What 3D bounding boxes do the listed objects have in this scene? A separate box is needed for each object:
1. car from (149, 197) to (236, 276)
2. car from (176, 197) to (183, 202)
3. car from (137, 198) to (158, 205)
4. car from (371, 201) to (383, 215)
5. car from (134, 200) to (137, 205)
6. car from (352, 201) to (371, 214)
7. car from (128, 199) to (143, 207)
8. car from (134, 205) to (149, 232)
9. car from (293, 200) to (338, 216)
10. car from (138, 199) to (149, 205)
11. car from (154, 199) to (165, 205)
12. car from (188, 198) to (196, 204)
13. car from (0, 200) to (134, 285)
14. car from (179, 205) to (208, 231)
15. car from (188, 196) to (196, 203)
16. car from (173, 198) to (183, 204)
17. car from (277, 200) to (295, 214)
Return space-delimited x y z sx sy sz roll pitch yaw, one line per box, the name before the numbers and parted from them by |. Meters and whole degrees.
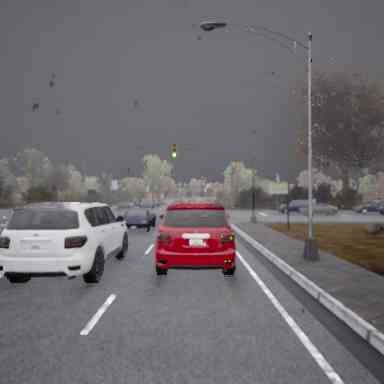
car | 0.094 1.317 10.744 2.150 2.045 5.566 0 0 0
car | -3.496 2.188 95.555 1.812 1.442 4.674 0 0 1
car | -7.097 1.809 53.563 2.097 1.767 4.553 0 0 0
car | 23.097 1.520 36.176 5.566 2.045 2.150 0 0 3
car | -10.630 2.058 53.621 1.895 1.301 4.718 0 0 1
car | 21.745 1.837 39.753 4.892 1.490 1.837 0 -1 3
car | -10.572 2.096 62.428 1.994 1.385 4.181 0 0 1
car | -3.408 1.786 21.673 1.895 1.301 4.718 0 0 0
car | 13.762 1.876 36.679 4.181 1.385 1.994 0 0 3
car | -10.531 2.170 72.499 1.994 1.385 4.181 0 0 0
car | -7.031 2.214 72.693 1.895 1.301 4.718 0 0 0
car | -0.031 2.282 85.676 1.994 1.385 4.181 0 0 0
car | -3.404 1.306 9.921 2.150 2.045 5.566 0 -1 0
car | 0.089 1.724 23.210 1.812 1.442 4.674 0 -1 0
car | 0.005 2.168 95.534 2.097 1.767 4.553 0 0 1
car | -3.532 2.243 85.145 2.128 1.511 4.902 0 0 0
car | 12.615 1.695 40.250 4.553 1.767 2.097 0 0 3
